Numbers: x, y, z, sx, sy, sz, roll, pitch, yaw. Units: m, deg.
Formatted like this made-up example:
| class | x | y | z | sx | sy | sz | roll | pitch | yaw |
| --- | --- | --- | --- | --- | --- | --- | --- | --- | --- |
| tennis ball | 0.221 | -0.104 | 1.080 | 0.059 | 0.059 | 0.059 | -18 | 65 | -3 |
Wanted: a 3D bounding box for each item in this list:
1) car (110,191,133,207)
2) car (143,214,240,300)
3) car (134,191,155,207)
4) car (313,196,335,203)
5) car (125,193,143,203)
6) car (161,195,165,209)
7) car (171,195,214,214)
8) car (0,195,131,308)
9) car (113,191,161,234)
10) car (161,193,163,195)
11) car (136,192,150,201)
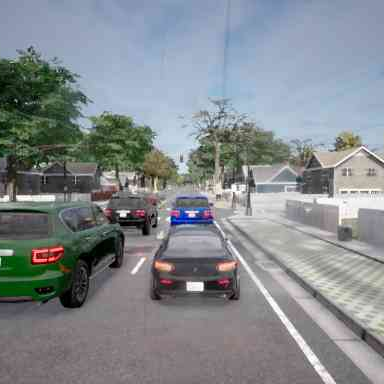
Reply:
| class | x | y | z | sx | sy | sz | roll | pitch | yaw |
| --- | --- | --- | --- | --- | --- | --- | --- | --- | --- |
| car | -9.822 | 0.889 | 46.910 | 2.150 | 2.045 | 5.566 | 0 | 1 | 0 |
| car | 0.070 | 1.513 | 8.230 | 1.812 | 1.442 | 4.674 | 0 | 0 | 0 |
| car | -6.572 | 0.890 | 46.856 | 2.150 | 2.045 | 5.566 | 0 | 1 | 0 |
| car | 13.296 | 1.198 | 34.409 | 4.902 | 1.511 | 2.128 | 0 | 1 | -2 |
| car | -9.804 | 1.044 | 56.590 | 2.128 | 1.511 | 4.902 | 0 | 1 | 0 |
| car | -5.101 | 1.399 | 35.419 | 1.994 | 1.385 | 4.181 | 1 | 1 | 43 |
| car | 0.031 | 1.159 | 18.264 | 2.150 | 2.045 | 5.566 | 0 | 0 | 1 |
| car | -3.184 | 1.209 | 8.039 | 2.150 | 2.045 | 5.566 | 0 | 0 | 1 |
| car | -3.217 | 1.158 | 18.390 | 2.150 | 2.045 | 5.566 | 0 | 0 | 1 |
| car | -6.551 | 1.122 | 56.264 | 1.994 | 1.385 | 4.181 | 0 | 1 | 1 |
| car | -9.731 | 0.855 | 66.564 | 2.128 | 1.511 | 4.902 | 0 | 1 | 1 |
